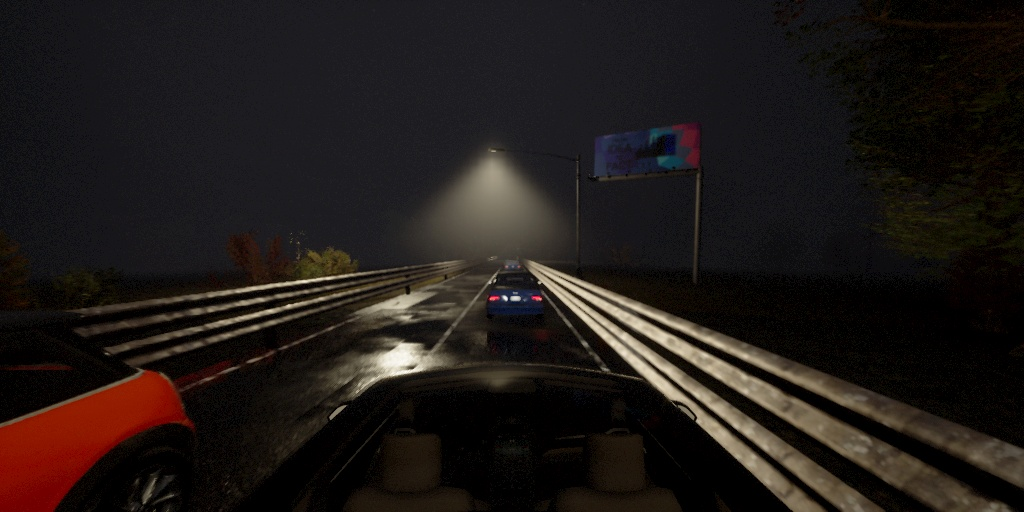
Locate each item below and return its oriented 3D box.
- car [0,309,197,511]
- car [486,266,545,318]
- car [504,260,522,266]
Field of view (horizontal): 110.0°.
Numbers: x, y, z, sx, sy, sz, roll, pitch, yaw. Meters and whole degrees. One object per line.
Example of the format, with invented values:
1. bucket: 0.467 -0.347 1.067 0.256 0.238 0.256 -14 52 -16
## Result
1. car: -3.349 1.108 0.642 2.097 1.767 4.553 0 0 0
2. car: 0.101 1.235 12.646 2.033 1.411 5.357 0 0 0
3. car: 0.099 1.091 38.182 2.033 1.411 5.357 0 0 0
